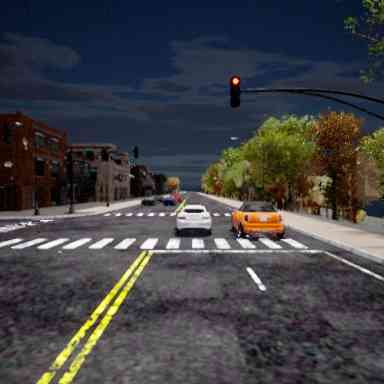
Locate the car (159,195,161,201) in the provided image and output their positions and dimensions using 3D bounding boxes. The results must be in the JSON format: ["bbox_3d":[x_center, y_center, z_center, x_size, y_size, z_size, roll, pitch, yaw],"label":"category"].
[{"bbox_3d":[-6.556,1.342,66.921,2.033,1.411,5.357,0,0,0],"label":"car"}]

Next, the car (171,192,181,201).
[{"bbox_3d":[-3.314,1.016,67.062,2.150,2.045,5.566,0,0,0],"label":"car"}]

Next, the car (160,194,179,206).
[{"bbox_3d":[-3.354,1.445,50.601,1.895,1.301,4.718,0,0,0],"label":"car"}]

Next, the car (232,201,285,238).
[{"bbox_3d":[3.347,1.295,17.606,2.097,1.767,4.553,0,0,0],"label":"car"}]

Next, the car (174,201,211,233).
[{"bbox_3d":[0.103,1.466,18.868,1.812,1.442,4.674,0,0,0],"label":"car"}]

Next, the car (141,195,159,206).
[{"bbox_3d":[-6.604,1.445,50.592,1.895,1.301,4.718,0,0,0],"label":"car"}]
